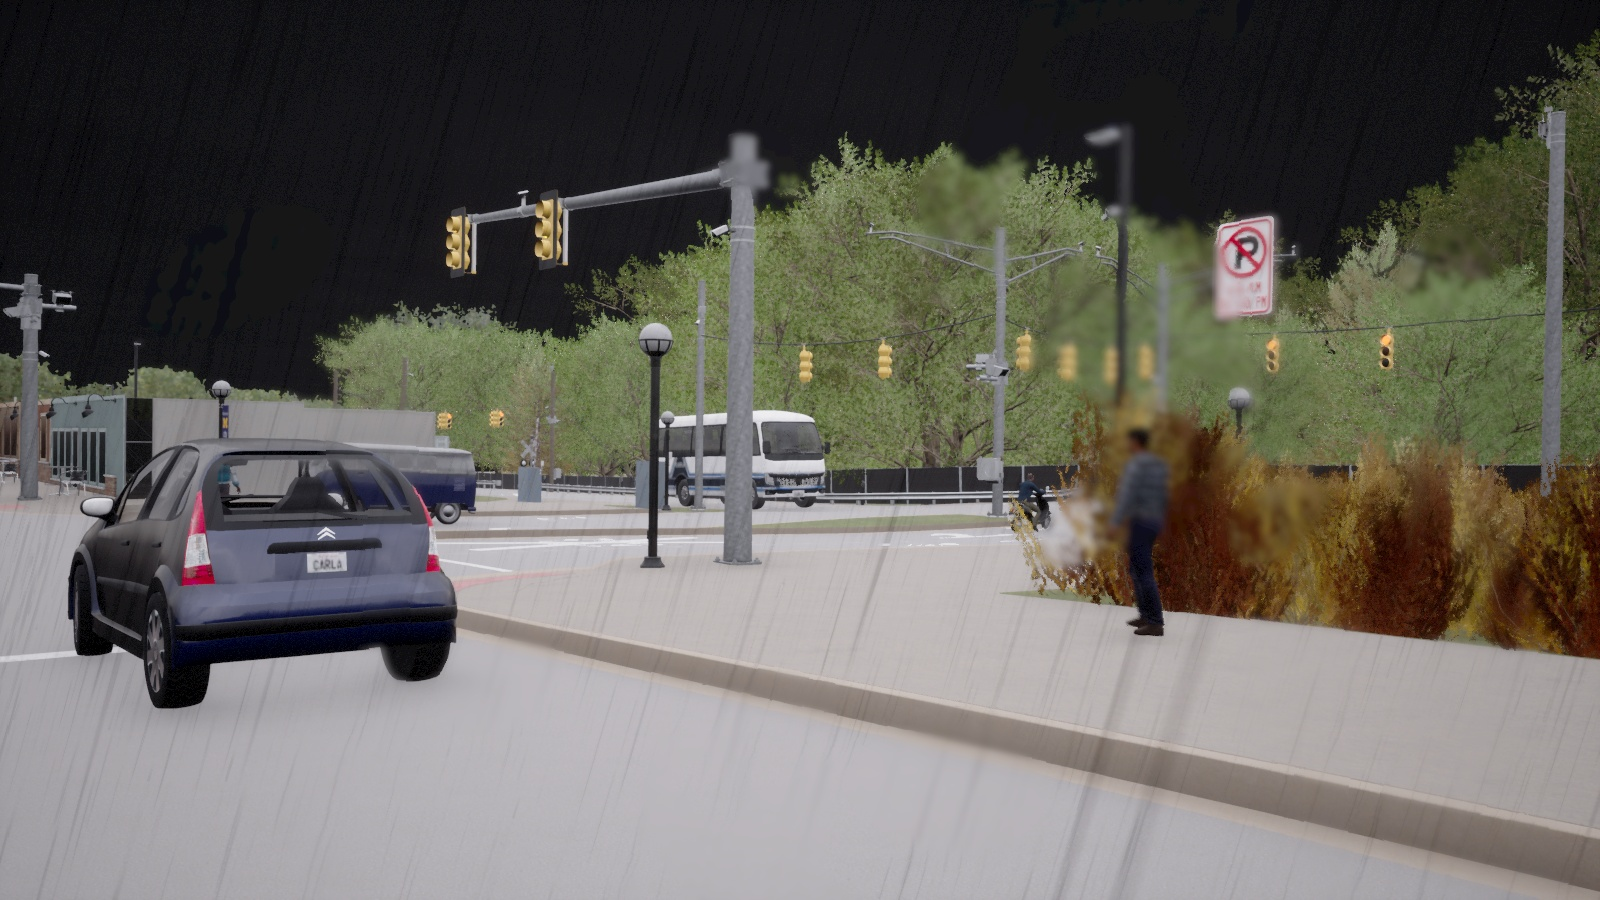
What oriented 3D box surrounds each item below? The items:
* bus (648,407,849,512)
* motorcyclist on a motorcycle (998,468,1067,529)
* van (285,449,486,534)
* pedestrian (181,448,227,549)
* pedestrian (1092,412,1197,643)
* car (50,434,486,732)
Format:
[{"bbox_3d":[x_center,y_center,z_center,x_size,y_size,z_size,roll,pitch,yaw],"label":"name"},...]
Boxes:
[{"bbox_3d":[-2.557,0.479,56.288,3.944,4.253,10.273,-1,-1,-35],"label":"bus"},{"bbox_3d":[6.381,1.320,34.445,1.817,1.590,0.866,-1,0,-39],"label":"motorcyclist on a motorcycle"},{"bbox_3d":[-10.428,1.056,31.788,4.442,1.987,1.775,2,-2,-41],"label":"van"},{"bbox_3d":[-11.881,0.942,25.023,0.659,1.952,0.873,-1,1,-37],"label":"pedestrian"},{"bbox_3d":[3.017,0.651,11.015,0.423,1.949,0.788,-1,1,-38],"label":"pedestrian"},{"bbox_3d":[-3.969,0.761,8.959,1.851,1.617,3.988,-1,-1,-38],"label":"car"}]
